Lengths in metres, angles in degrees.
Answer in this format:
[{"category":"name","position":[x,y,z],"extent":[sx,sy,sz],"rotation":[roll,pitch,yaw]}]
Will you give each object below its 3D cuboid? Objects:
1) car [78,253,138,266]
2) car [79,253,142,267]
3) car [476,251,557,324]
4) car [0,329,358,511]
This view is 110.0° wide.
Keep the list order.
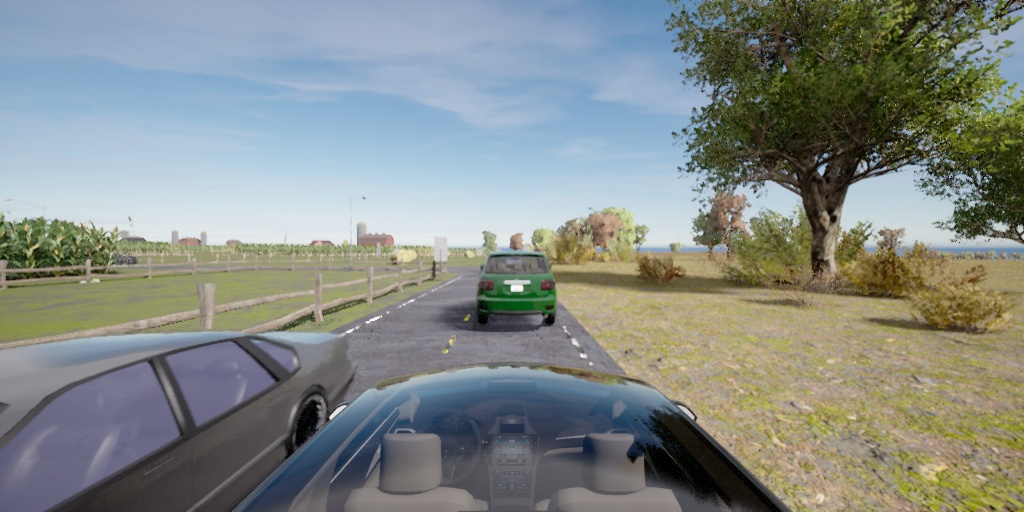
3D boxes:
[{"category":"car","position":[-43.707,0.511,38.321],"extent":[4.892,1.490,1.837],"rotation":[0,1,0]},{"category":"car","position":[-45.999,0.414,41.166],"extent":[4.902,1.511,2.128],"rotation":[1,1,0]},{"category":"car","position":[0.128,0.844,11.481],"extent":[2.150,2.045,5.566],"rotation":[0,1,0]},{"category":"car","position":[-2.850,1.291,2.150],"extent":[2.033,1.411,5.357],"rotation":[0,1,0]}]
